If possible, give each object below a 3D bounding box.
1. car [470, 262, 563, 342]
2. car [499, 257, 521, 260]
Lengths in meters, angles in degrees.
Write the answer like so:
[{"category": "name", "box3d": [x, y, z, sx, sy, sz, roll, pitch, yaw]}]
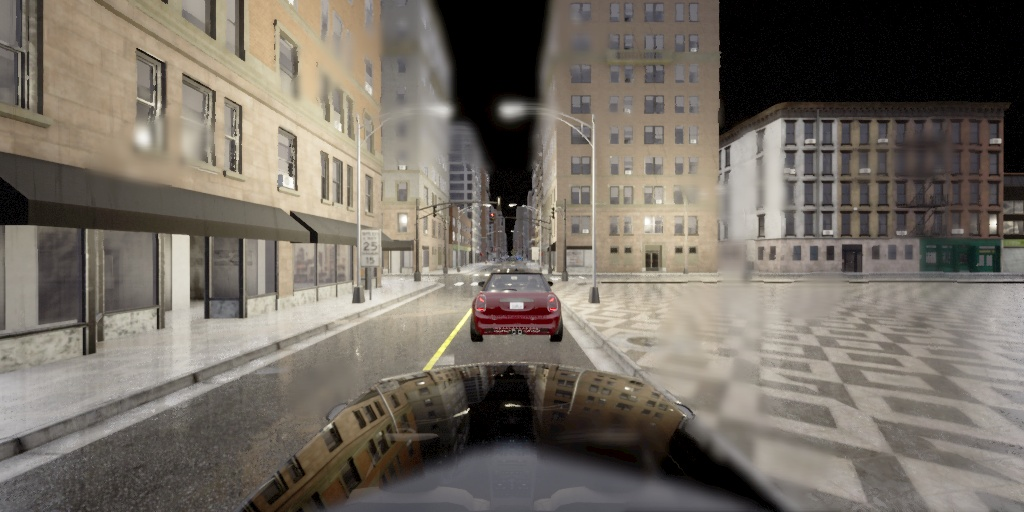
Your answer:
[{"category": "car", "box3d": [0.106, 1.101, 9.932, 2.097, 1.767, 4.553, 0, 0, 0]}, {"category": "car", "box3d": [0.057, 1.100, 19.748, 2.097, 1.767, 4.553, 0, 0, -1]}]
